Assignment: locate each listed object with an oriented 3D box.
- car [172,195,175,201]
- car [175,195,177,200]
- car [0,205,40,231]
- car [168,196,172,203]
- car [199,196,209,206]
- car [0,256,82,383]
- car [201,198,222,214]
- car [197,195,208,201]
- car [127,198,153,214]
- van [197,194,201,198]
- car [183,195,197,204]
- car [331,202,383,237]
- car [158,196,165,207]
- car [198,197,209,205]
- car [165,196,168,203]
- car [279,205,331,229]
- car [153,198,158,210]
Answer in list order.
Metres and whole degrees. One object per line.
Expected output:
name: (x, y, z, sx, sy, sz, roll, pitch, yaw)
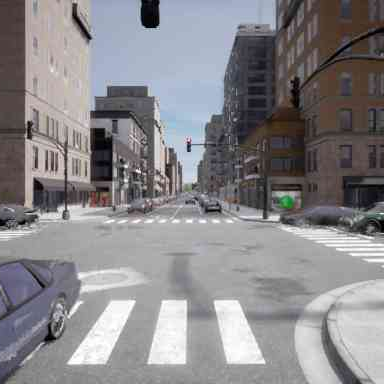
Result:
car: (-5.812, 1.695, 80.242, 2.008, 1.369, 4.403, 0, 0, 0)
car: (-5.823, 1.721, 91.264, 1.887, 1.381, 4.507, 0, 0, 0)
car: (-12.061, 1.544, 20.553, 4.902, 1.511, 2.128, 0, 0, 0)
car: (-5.801, 1.552, 69.220, 1.967, 1.590, 4.097, 0, 0, 0)
car: (2.246, 1.641, 47.186, 1.802, 1.307, 4.206, 0, 0, 0)
car: (-2.919, 1.546, 3.754, 2.033, 1.411, 5.357, 0, 0, 1)
car: (2.257, 1.606, 36.163, 1.947, 1.339, 4.313, 0, 0, 0)
car: (2.240, 1.637, 52.696, 1.947, 1.339, 4.313, 0, 0, 0)
car: (-5.768, 1.480, 36.156, 1.967, 1.590, 4.097, 0, 0, 0)
van: (2.235, 1.424, 58.207, 1.690, 1.788, 3.998, 0, 0, 0)
car: (-0.308, 1.697, 63.334, 1.895, 1.301, 4.718, 0, 0, 0)
car: (10.085, 1.310, 17.347, 4.553, 1.767, 2.097, 0, 0, -3)
car: (-5.785, 1.653, 52.688, 1.802, 1.307, 4.206, 0, 0, 0)
car: (2.229, 1.648, 63.718, 2.008, 1.369, 4.403, 0, 0, 0)
car: (-5.790, 1.634, 58.199, 2.008, 1.369, 4.403, 0, 0, 0)
car: (8.280, 1.519, 20.870, 5.357, 1.411, 2.033, 0, 0, 3)
car: (-5.774, 1.490, 41.667, 1.967, 1.590, 4.097, 0, 0, 0)
